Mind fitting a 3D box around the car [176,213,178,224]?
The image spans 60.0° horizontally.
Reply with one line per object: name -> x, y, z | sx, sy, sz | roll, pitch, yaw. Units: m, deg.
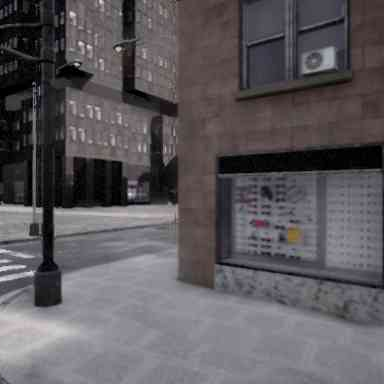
car -> 0.850, 1.391, 23.364 | 2.097, 1.767, 4.553 | 0, 0, 36
